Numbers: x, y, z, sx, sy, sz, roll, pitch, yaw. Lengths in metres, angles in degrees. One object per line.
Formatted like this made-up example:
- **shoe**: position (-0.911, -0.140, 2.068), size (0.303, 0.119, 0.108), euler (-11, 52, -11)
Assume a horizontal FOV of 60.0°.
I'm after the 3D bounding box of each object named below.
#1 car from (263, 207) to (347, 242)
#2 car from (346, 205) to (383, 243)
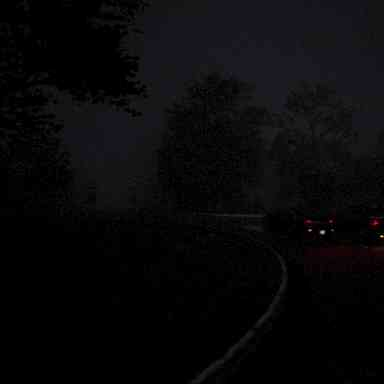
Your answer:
- **car**: position (5.200, 1.527, 16.850), size (2.128, 1.511, 4.902), euler (1, 0, -11)
- **car**: position (8.460, 1.414, 16.615), size (2.097, 1.767, 4.553), euler (0, 0, -8)
